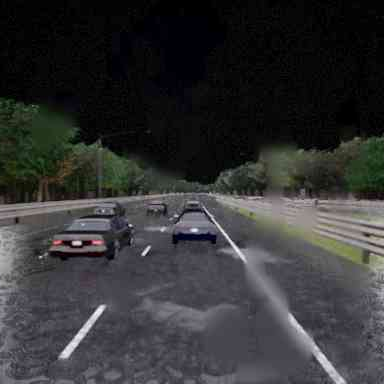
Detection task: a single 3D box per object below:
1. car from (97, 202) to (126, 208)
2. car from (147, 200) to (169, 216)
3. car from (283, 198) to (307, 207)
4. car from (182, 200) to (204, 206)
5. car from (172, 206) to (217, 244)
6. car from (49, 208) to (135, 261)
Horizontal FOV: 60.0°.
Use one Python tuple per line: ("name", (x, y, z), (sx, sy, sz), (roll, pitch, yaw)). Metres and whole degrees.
("car", (-6.892, 1.554, 28.383), (2.033, 1.411, 5.357), (1, 0, 0))
("car", (-3.392, 1.526, 33.535), (2.128, 1.511, 4.902), (0, 0, 0))
("car", (16.800, 1.678, 54.482), (1.882, 1.535, 5.008), (0, 0, -16))
("car", (0.110, 1.540, 33.670), (1.837, 1.490, 4.892), (0, 0, 0))
("car", (0.104, 1.573, 15.972), (1.994, 1.385, 4.181), (0, 0, 0))
("car", (-3.400, 1.548, 12.311), (2.033, 1.411, 5.357), (0, 0, 0))
